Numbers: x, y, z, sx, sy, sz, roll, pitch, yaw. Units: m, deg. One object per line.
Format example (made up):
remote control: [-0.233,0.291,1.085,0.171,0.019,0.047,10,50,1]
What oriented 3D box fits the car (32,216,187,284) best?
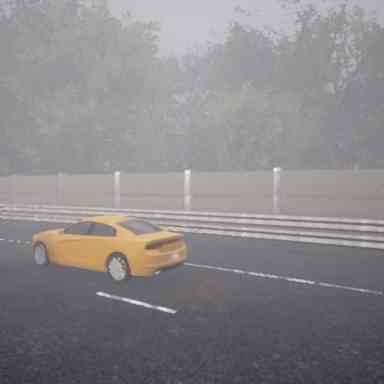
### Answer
car: [-2.513,1.422,9.517,5.008,1.535,1.882,0,0,32]
